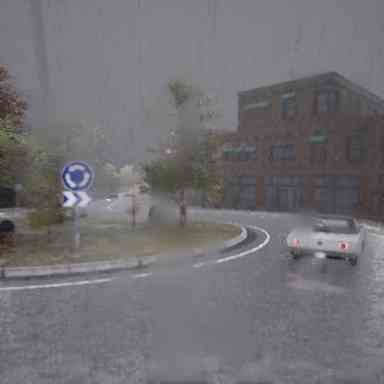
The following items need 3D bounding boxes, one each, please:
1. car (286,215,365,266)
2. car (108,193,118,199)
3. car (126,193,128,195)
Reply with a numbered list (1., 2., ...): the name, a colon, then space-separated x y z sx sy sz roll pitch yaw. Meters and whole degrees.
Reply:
1. car: 4.646 1.425 11.080 1.895 1.301 4.718 2 2 30
2. car: -17.046 0.877 72.049 1.895 1.301 4.718 0 1 -9
3. car: -14.671 0.623 78.073 1.812 1.442 4.674 0 1 -8
